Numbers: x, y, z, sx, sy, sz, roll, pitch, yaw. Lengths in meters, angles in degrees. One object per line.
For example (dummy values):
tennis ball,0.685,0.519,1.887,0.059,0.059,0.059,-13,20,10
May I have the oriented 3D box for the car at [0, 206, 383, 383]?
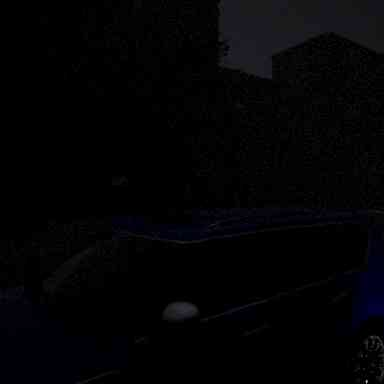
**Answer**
car,-0.041,1.215,3.348,5.566,2.045,2.150,0,0,-35
